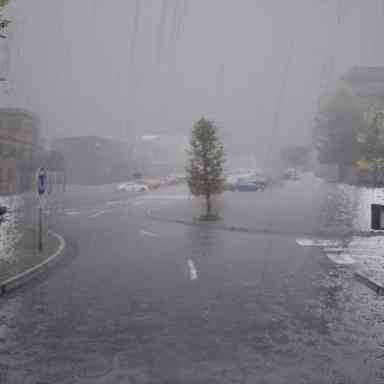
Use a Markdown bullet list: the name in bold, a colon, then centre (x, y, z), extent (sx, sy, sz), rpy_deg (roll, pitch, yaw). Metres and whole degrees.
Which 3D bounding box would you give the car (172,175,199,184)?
- **car**: centre (-1.343, -2.703, 69.389), extent (5.366, 1.575, 1.946), rpy_deg (-2, 5, 1)

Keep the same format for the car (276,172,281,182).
- **car**: centre (12.152, -1.968, 56.628), extent (4.553, 1.767, 2.185), rpy_deg (0, 5, 3)

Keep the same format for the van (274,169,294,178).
- **van**: centre (22.448, -4.607, 81.556), extent (4.442, 1.987, 1.878), rpy_deg (-1, 5, 2)

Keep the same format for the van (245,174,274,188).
- **van**: centre (10.902, -1.786, 53.862), extent (4.442, 1.987, 1.878), rpy_deg (0, 6, 3)

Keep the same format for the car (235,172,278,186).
- **car**: centre (9.828, -1.531, 51.104), extent (5.566, 2.045, 2.435), rpy_deg (0, 6, 3)

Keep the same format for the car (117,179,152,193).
- **car**: centre (-8.884, -0.721, 50.219), extent (4.674, 1.452, 2.002), rpy_deg (-2, 5, 1)

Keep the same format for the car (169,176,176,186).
- **car**: centre (-5.767, -1.559, 58.447), extent (4.792, 1.488, 2.163), rpy_deg (-2, 5, 1)

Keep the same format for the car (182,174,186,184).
- **car**: centre (-3.641, -2.143, 63.934), extent (5.008, 1.535, 2.097), rpy_deg (-2, 5, 1)

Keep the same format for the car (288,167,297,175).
- **car**: centre (20.177, -4.070, 76.003), extent (5.566, 2.045, 2.435), rpy_deg (-1, 5, 2)

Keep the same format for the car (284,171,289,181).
- **car**: centre (15.656, -2.687, 64.912), extent (4.892, 1.521, 2.231), rpy_deg (0, 6, 2)

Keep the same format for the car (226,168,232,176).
- **car**: centre (8.067, -5.272, 93.875), extent (4.553, 1.767, 2.185), rpy_deg (-2, 5, 2)

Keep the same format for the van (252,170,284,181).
- **van**: centre (13.458, -2.351, 59.370), extent (4.442, 1.987, 1.878), rpy_deg (0, 5, 3)

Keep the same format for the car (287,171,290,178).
- **car**: centre (16.817, -2.942, 67.689), extent (4.792, 1.488, 2.163), rpy_deg (-1, 5, 2)

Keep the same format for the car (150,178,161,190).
- **car**: centre (-7.807, -1.009, 52.964), extent (4.792, 1.488, 2.163), rpy_deg (-2, 5, 1)

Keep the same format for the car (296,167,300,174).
- **car**: centre (24.543, -5.178, 87.105), extent (5.566, 2.045, 2.435), rpy_deg (0, 5, 2)

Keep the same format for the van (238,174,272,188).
- **van**: centre (8.813, -1.226, 48.356), extent (4.442, 1.987, 1.878), rpy_deg (0, 5, 3)

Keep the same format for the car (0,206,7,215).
- **car**: centre (-15.145, 1.206, 22.160), extent (4.718, 1.301, 1.895), rpy_deg (0, 1, 2)

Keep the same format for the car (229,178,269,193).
- **car**: centre (7.533, -0.720, 45.633), extent (5.008, 1.535, 2.097), rpy_deg (0, 5, 3)

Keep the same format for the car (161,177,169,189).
- **car**: centre (-6.763, -1.439, 55.688), extent (4.553, 1.767, 2.185), rpy_deg (-2, 5, 1)

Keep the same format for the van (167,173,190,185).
- **van**: centre (-2.708, -2.639, 66.647), extent (4.442, 1.987, 1.878), rpy_deg (-2, 5, 1)

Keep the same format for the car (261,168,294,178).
- **car**: centre (17.950, -3.504, 70.440), extent (5.566, 2.045, 2.435), rpy_deg (-1, 5, 2)

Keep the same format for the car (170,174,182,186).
- **car**: centre (-4.662, -1.992, 61.173), extent (4.553, 1.767, 2.185), rpy_deg (-2, 5, 1)
